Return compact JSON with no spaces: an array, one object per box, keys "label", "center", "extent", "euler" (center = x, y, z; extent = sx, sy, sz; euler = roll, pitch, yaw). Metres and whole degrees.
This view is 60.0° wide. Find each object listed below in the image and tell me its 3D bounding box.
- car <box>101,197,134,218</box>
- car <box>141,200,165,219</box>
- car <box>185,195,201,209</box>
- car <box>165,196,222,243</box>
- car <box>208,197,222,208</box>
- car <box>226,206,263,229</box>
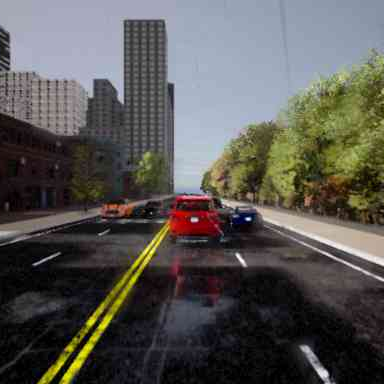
[{"label":"car","center":[-6.578,1.361,29.578],"extent":[2.097,1.767,4.553],"euler":[0,0,0]},{"label":"car","center":[-3.329,1.514,29.600],"extent":[1.837,1.490,4.892],"euler":[0,0,0]},{"label":"car","center":[0.109,1.362,45.833],"extent":[2.097,1.767,4.553],"euler":[0,0,0]},{"label":"car","center":[0.103,1.227,16.187],"extent":[2.150,2.045,5.566],"euler":[0,0,0]},{"label":"car","center":[3.361,1.515,49.648],"extent":[1.837,1.490,4.892],"euler":[0,0,0]},{"label":"car","center":[3.355,1.571,21.799],"extent":[1.994,1.385,4.181],"euler":[0,0,0]}]
